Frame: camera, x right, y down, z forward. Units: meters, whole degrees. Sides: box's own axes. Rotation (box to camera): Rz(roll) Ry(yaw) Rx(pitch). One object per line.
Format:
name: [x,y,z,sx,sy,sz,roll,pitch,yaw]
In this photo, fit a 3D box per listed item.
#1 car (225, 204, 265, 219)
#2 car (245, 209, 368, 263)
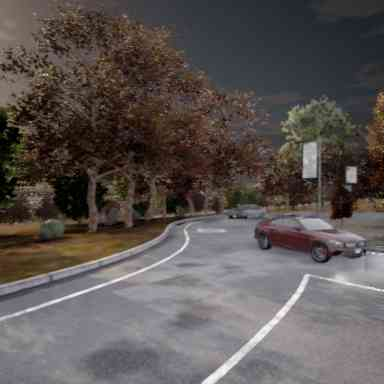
car: [4.954,1.810,30.263,1.895,1.301,4.718,0,0,37]
car: [4.283,1.627,12.776,1.812,1.442,4.674,1,0,-27]
